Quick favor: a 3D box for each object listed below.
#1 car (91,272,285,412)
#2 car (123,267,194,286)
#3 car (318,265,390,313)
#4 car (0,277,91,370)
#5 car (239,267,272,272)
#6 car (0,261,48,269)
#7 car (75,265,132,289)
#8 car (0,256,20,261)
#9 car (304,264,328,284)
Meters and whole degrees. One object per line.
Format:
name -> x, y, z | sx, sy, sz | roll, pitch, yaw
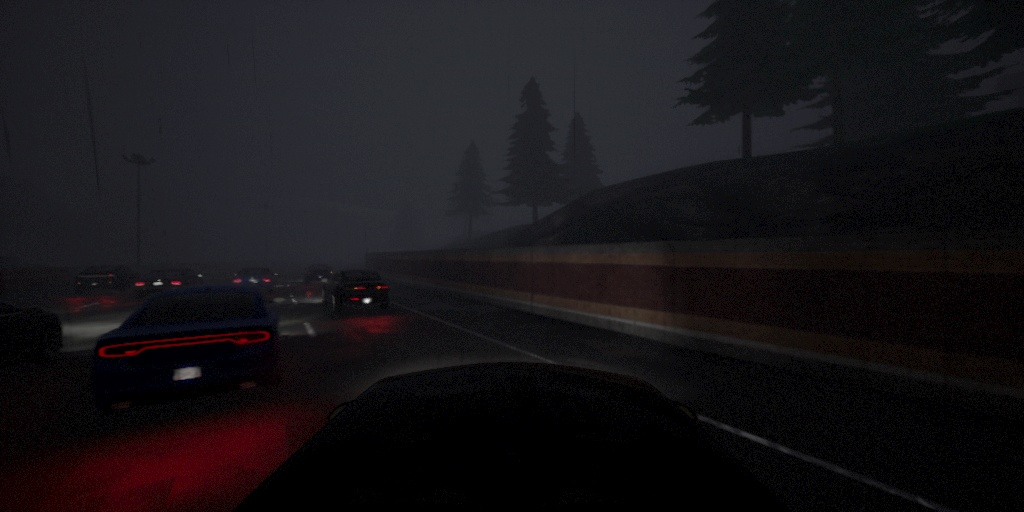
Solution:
car -> -5.220, 1.231, 6.329 | 1.882, 1.535, 5.008 | 0, 0, -34
car -> -17.554, 1.312, 18.539 | 2.033, 1.411, 5.357 | 0, 0, -32
car -> -6.247, 1.269, 14.174 | 1.837, 1.490, 4.892 | 0, 0, -34
car -> -8.521, 1.241, 4.970 | 2.128, 1.511, 4.902 | 0, 0, -34
car -> -14.654, 1.317, 20.500 | 2.033, 1.411, 5.357 | 0, 0, -32
car -> -39.547, 1.331, 29.231 | 1.994, 1.385, 4.181 | 0, 0, -24
car -> -22.991, 1.256, 20.739 | 2.128, 1.511, 4.902 | 0, 0, -31
car -> -43.476, 0.989, 29.383 | 2.150, 2.045, 5.566 | 0, 0, -24
car -> -14.777, 1.305, 27.468 | 1.812, 1.442, 4.674 | 0, 0, -30
